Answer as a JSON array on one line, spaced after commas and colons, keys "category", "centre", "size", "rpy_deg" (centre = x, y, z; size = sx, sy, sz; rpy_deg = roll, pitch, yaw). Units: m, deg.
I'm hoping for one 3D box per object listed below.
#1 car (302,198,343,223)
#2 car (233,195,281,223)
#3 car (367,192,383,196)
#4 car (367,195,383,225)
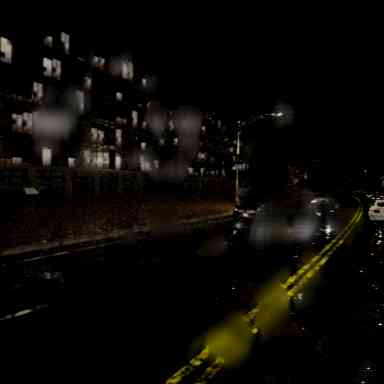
[{"category": "car", "centre": [8.308, 1.065, 20.979], "size": [1.994, 1.385, 4.181], "rpy_deg": [2, 2, 29]}, {"category": "car", "centre": [4.101, 0.951, 20.180], "size": [1.812, 1.442, 4.674], "rpy_deg": [2, 2, 30]}, {"category": "car", "centre": [22.611, 0.738, 40.742], "size": [2.033, 1.411, 5.357], "rpy_deg": [2, 2, 25]}, {"category": "car", "centre": [11.368, 1.153, 19.369], "size": [1.812, 1.442, 4.674], "rpy_deg": [2, 2, 29]}]
